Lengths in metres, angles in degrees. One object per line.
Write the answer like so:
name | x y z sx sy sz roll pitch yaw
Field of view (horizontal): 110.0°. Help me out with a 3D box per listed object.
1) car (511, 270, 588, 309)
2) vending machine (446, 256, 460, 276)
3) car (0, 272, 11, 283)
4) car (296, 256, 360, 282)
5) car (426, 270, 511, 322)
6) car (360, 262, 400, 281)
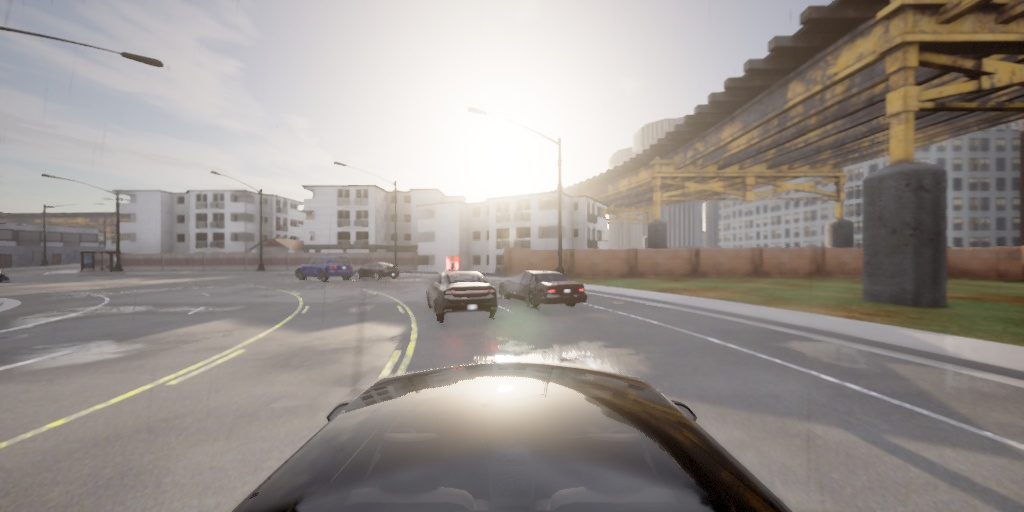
car | 1.051 1.288 15.016 2.033 1.411 5.357 0 0 -21
vending machine | -5.575 0.960 33.872 0.880 2.100 1.100 0 0 40
car | -42.518 1.484 27.826 5.357 1.411 2.033 0 0 3
car | -15.372 1.032 29.440 5.566 2.045 2.150 0 0 33
car | -1.876 1.246 12.529 2.128 1.511 4.902 0 0 -18
car | -11.776 1.299 31.112 4.892 1.490 1.837 0 -1 36
